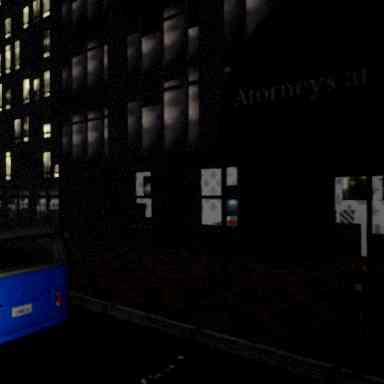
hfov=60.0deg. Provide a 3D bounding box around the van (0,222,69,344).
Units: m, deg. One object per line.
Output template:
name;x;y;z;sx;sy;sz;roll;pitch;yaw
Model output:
van;-3.807;1.380;5.592;3.998;1.788;1.690;0;0;36
